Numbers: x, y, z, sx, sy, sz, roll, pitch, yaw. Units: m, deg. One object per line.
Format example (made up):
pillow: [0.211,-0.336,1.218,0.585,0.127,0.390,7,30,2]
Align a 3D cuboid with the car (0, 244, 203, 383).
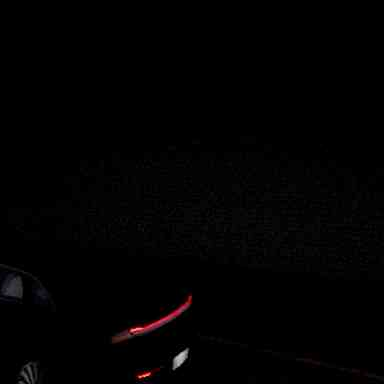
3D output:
car: [-2.246,1.492,4.562,4.902,1.511,2.128,0,0,28]
